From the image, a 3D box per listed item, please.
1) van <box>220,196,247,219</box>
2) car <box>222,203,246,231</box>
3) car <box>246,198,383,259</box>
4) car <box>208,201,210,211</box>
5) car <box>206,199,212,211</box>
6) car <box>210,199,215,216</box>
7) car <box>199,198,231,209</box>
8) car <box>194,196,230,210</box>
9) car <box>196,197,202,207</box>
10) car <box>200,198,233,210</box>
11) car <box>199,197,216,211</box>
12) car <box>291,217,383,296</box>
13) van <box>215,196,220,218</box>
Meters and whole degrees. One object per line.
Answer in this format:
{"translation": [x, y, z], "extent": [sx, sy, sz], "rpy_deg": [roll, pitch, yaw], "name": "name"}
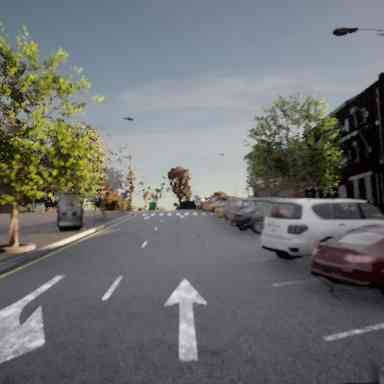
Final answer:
{"translation": [4.504, 1.386, 23.029], "extent": [4.442, 1.987, 1.878], "rpy_deg": [0, 0, -21], "name": "van"}
{"translation": [4.684, 1.578, 20.053], "extent": [4.892, 1.521, 2.231], "rpy_deg": [0, -1, -21], "name": "car"}
{"translation": [4.952, 1.222, 11.007], "extent": [5.566, 2.045, 2.435], "rpy_deg": [0, -1, -21], "name": "car"}
{"translation": [4.376, 1.755, 32.145], "extent": [4.674, 1.452, 2.002], "rpy_deg": [0, 0, -22], "name": "car"}
{"translation": [4.278, 1.789, 35.172], "extent": [4.674, 1.452, 2.002], "rpy_deg": [0, -1, -22], "name": "car"}
{"translation": [4.625, 1.676, 29.192], "extent": [5.366, 1.575, 1.946], "rpy_deg": [0, -1, -21], "name": "car"}
{"translation": [3.622, 1.872, 53.305], "extent": [4.553, 1.767, 2.185], "rpy_deg": [1, -3, -23], "name": "car"}
{"translation": [3.436, 1.900, 56.253], "extent": [5.566, 2.045, 2.435], "rpy_deg": [1, -6, -22], "name": "car"}
{"translation": [3.836, 1.638, 47.236], "extent": [5.566, 2.045, 2.435], "rpy_deg": [0, 0, -22], "name": "car"}
{"translation": [3.704, 1.799, 50.282], "extent": [4.553, 1.767, 2.185], "rpy_deg": [0, -1, -23], "name": "car"}
{"translation": [4.151, 1.850, 44.293], "extent": [5.366, 1.575, 1.946], "rpy_deg": [0, -1, -22], "name": "car"}
{"translation": [5.017, 1.479, 7.971], "extent": [4.674, 1.452, 2.002], "rpy_deg": [0, -1, -22], "name": "car"}
{"translation": [4.422, 1.420, 26.056], "extent": [4.442, 1.987, 1.878], "rpy_deg": [0, 0, -21], "name": "van"}
